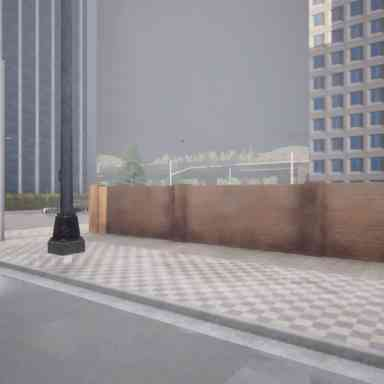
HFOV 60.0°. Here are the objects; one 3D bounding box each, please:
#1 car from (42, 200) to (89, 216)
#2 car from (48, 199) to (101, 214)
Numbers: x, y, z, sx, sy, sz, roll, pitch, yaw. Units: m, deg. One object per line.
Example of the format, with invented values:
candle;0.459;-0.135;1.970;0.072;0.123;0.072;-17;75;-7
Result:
car;-11.977;1.491;32.123;2.128;1.511;4.902;0;0;35
car;-12.939;1.547;36.853;2.033;1.411;5.357;0;0;35
